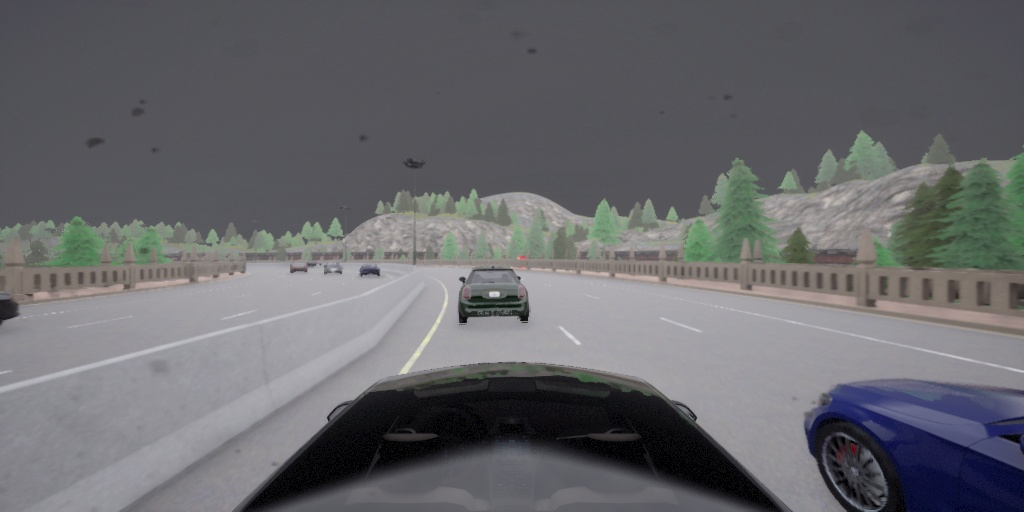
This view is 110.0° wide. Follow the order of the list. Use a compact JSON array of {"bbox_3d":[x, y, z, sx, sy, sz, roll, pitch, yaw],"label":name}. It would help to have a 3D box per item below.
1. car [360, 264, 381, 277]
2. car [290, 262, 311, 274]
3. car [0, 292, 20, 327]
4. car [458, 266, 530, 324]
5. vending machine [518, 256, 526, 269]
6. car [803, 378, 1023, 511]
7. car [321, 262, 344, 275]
[{"bbox_3d":[-14.585,1.482,36.869,1.895,1.301,4.718,0,0,-24],"label":"car"},{"bbox_3d":[-27.982,1.510,47.135,1.882,1.535,5.008,0,0,-33],"label":"car"},{"bbox_3d":[-14.496,1.341,8.016,1.812,1.442,4.674,0,0,-6],"label":"car"},{"bbox_3d":[-0.732,1.108,12.282,2.097,1.767,4.553,0,0,-6],"label":"car"},{"bbox_3d":[1.471,0.992,54.423,1.100,2.100,0.880,0,0,-28],"label":"vending machine"},{"bbox_3d":[3.473,1.262,1.183,1.812,1.442,4.674,0,0,0],"label":"car"},{"bbox_3d":[-20.895,1.439,41.931,2.128,1.511,4.902,0,0,-28],"label":"car"}]
